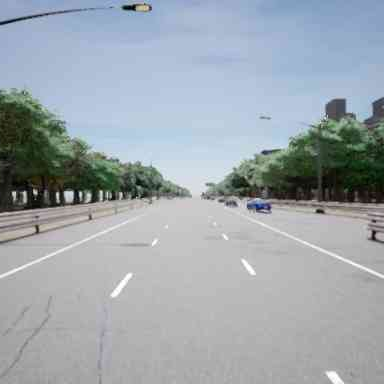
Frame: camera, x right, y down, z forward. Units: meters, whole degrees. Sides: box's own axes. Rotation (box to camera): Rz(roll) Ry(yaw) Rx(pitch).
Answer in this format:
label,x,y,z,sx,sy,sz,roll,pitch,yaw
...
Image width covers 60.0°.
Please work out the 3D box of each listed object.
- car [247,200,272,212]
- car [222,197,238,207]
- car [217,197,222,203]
label,x,y,z,sx,sy,sz,roll,pitch,yaw
car,8.341,1.683,41.728,1.882,1.535,5.008,0,0,-8
car,6.868,1.785,58.790,1.812,1.442,4.674,0,0,0
car,7.040,1.895,78.323,1.812,1.442,4.674,0,0,0
